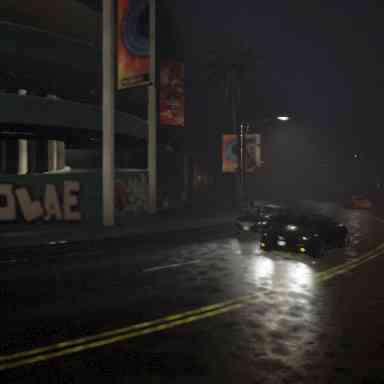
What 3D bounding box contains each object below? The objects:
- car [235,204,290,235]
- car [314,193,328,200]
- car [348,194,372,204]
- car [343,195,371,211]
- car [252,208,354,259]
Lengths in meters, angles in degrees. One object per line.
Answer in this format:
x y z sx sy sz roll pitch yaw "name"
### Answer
4.028 1.408 17.395 2.128 1.511 4.902 0 0 38 "car"
32.412 0.938 84.536 2.185 1.767 4.553 0 0 9 "car"
27.978 1.202 55.498 2.231 1.521 4.892 0 0 9 "car"
18.638 1.288 37.734 1.882 1.535 5.008 0 0 10 "car"
4.323 1.502 12.491 1.994 1.385 4.181 0 0 43 "car"
